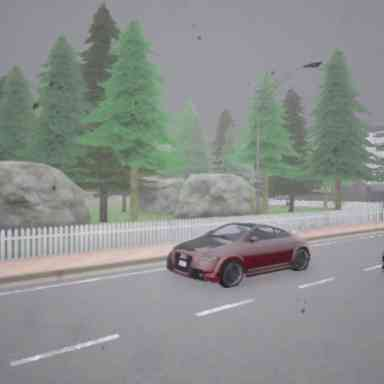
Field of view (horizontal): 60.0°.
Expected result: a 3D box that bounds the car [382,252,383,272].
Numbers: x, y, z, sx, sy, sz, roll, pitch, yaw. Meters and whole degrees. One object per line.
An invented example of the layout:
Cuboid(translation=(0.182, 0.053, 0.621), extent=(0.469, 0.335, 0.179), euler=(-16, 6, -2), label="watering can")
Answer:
Cuboid(translation=(7.005, 1.493, 8.975), extent=(4.902, 1.511, 2.128), euler=(0, 0, -35), label="car")

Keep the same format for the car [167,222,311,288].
Cuboid(translation=(1.398, 1.565, 9.283), extent=(4.181, 1.385, 1.994), euler=(0, 0, -35), label="car")

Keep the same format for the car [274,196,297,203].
Cuboid(translation=(18.339, 1.483, 65.696), extent=(1.882, 1.535, 5.008), euler=(0, 0, -34), label="car")
